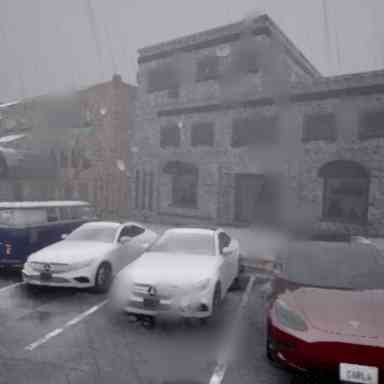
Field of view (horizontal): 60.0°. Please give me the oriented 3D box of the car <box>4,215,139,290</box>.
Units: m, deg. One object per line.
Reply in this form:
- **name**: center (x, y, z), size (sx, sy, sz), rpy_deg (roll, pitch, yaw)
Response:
- **car**: center (-2.410, 1.530, 9.166), size (2.002, 1.452, 4.674), rpy_deg (0, -1, 15)

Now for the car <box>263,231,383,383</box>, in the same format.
- **car**: center (2.359, 1.501, 5.738), size (2.163, 1.488, 4.792), rpy_deg (0, -1, 15)

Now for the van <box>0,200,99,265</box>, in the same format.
- **van**: center (-4.777, 1.285, 10.976), size (1.878, 1.987, 4.442), rpy_deg (0, -1, 15)

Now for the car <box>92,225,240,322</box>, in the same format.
- **car**: center (-0.014, 1.517, 7.464), size (2.002, 1.452, 4.674), rpy_deg (0, -1, 15)
